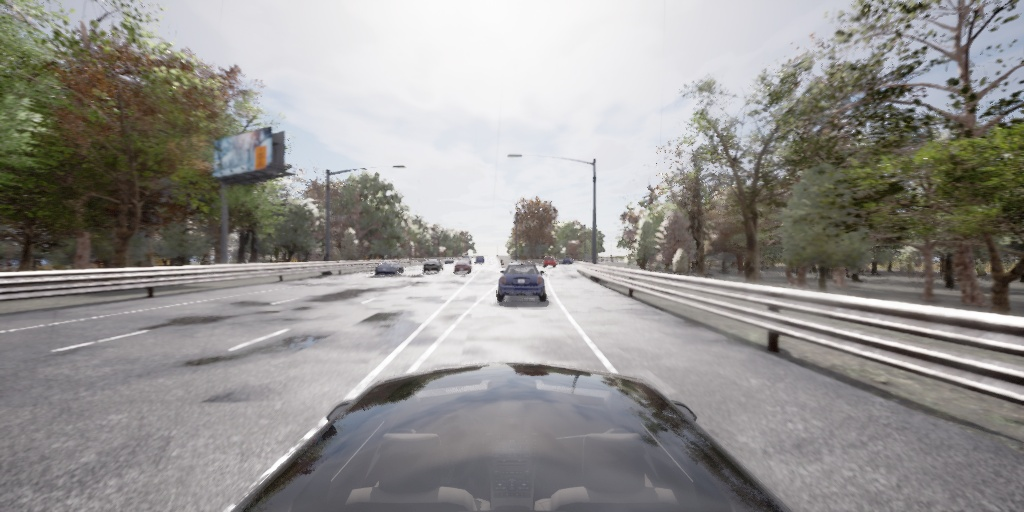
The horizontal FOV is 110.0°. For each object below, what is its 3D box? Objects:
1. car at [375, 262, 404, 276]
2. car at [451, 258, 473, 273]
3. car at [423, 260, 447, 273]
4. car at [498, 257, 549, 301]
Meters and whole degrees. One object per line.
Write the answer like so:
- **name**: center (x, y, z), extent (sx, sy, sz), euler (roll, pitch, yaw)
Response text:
- **car**: center (-12.409, 1.248, 36.567), extent (1.994, 1.385, 4.181), euler (0, 0, -3)
- **car**: center (-5.643, 1.243, 41.752), extent (1.812, 1.442, 4.674), euler (0, 0, -3)
- **car**: center (-9.155, 1.204, 41.950), extent (1.837, 1.490, 4.892), euler (0, 0, -3)
- **car**: center (0.512, 1.102, 17.477), extent (2.097, 1.767, 4.553), euler (0, 0, 3)
